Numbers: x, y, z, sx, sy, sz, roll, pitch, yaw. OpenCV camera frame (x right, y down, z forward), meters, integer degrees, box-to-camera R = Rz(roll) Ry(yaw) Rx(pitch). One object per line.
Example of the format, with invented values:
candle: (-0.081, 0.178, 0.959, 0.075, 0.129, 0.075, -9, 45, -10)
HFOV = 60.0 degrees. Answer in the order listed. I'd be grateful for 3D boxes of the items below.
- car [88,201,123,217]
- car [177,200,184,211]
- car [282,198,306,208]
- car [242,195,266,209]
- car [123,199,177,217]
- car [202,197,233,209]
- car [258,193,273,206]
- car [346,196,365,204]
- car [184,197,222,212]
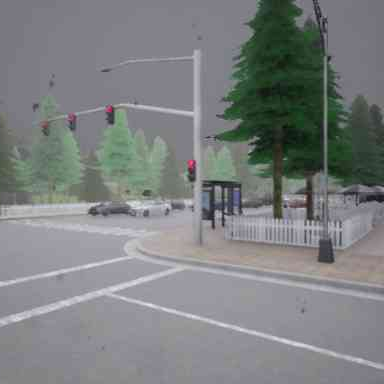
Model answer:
car: (-7.691, 1.551, 31.364, 1.994, 1.385, 4.181, 0, 0, 36)
car: (-2.625, 1.513, 38.309, 1.812, 1.442, 4.674, 0, 0, 37)
car: (14.458, 1.536, 46.207, 4.181, 1.385, 1.994, 0, 0, -37)
car: (7.317, 1.528, 45.124, 5.357, 1.411, 2.033, 0, 0, -45)
car: (-3.776, 1.507, 30.829, 1.812, 1.442, 4.674, 0, 0, 36)
car: (3.565, 1.513, 45.941, 1.812, 1.442, 4.674, 0, 0, 42)
car: (11.470, 1.205, 52.843, 5.566, 2.045, 2.150, 0, 0, -34)
car: (24.197, 1.313, 47.549, 4.553, 1.767, 2.097, 0, 0, -24)
car: (1.597, 1.334, 38.054, 2.097, 1.767, 4.553, 0, 0, 38)
